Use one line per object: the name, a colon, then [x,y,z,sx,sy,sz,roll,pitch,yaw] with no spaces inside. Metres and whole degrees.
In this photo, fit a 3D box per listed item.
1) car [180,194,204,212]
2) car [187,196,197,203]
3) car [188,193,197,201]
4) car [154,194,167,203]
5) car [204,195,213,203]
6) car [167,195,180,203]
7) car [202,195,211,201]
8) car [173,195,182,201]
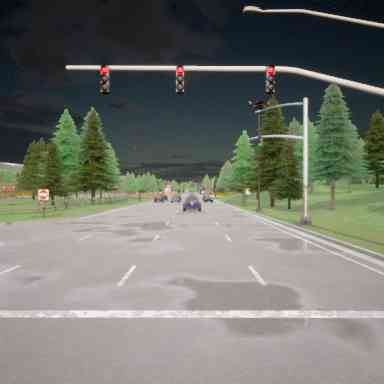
car: [0.008,1.351,39.720,2.097,1.767,4.553,0,0,0]
car: [0.014,1.541,70.746,1.994,1.385,4.181,0,0,0]
car: [0.016,1.185,80.753,2.097,1.767,4.553,0,0,0]
car: [-6.986,1.514,70.781,1.812,1.442,4.674,0,0,0]
car: [3.514,1.585,70.809,1.895,1.301,4.718,0,0,0]
car: [-3.486,1.529,70.363,2.033,1.411,5.357,0,0,0]
car: [3.516,1.370,80.782,2.033,1.411,5.357,0,0,0]
car: [-3.484,1.370,80.783,2.033,1.411,5.357,0,0,0]
